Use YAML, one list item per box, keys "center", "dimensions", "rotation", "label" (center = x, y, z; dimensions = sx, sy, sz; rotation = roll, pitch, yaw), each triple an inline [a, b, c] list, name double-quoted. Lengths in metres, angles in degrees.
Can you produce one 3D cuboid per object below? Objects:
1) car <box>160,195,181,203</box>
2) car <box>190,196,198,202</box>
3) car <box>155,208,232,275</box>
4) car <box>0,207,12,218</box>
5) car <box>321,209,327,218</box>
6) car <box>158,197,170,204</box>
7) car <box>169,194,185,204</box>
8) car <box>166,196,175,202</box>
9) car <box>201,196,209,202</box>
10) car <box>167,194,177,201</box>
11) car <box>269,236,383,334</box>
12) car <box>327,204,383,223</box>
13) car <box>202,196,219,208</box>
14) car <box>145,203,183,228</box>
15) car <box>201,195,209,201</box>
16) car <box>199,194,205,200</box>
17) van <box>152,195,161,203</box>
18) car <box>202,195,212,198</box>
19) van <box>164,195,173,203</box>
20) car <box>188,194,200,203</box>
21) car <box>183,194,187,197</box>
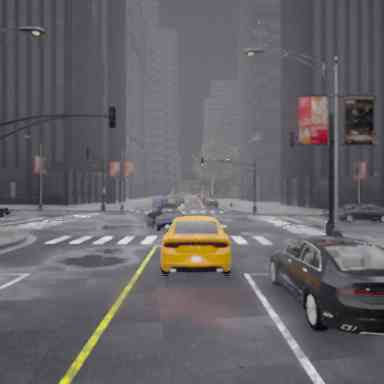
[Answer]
- center: [-2.909, 1.568, 46.546]
  dimensions: [1.882, 1.535, 5.008]
  rotation: [0, 0, 1]
  label: "car"
- center: [0.518, 1.718, 86.826]
  dimensions: [2.033, 1.411, 5.357]
  rotation: [0, 0, 1]
  label: "car"
- center: [0.128, 1.497, 10.594]
  dimensions: [1.882, 1.535, 5.008]
  rotation: [0, 0, 0]
  label: "car"
- center: [-16.547, 1.377, 25.481]
  dimensions: [4.718, 1.301, 1.895]
  rotation: [1, 0, 0]
  label: "car"
- center: [14.902, 1.894, 32.082]
  dimensions: [4.674, 1.442, 1.812]
  rotation: [1, 0, 2]
  label: "car"
- center: [-5.434, 1.697, 65.495]
  dimensions: [1.947, 1.339, 4.313]
  rotation: [0, 0, 1]
  label: "car"
- center: [-2.798, 1.602, 56.121]
  dimensions: [2.128, 1.511, 4.902]
  rotation: [0, 0, 1]
  label: "car"
- center: [-5.287, 1.712, 82.032]
  dimensions: [1.887, 1.381, 4.507]
  rotation: [0, 0, 1]
  label: "car"
- center: [3.240, 1.693, 82.132]
  dimensions: [1.752, 1.417, 4.829]
  rotation: [0, 0, 1]
  label: "car"
- center: [-5.237, 1.494, 87.545]
  dimensions: [2.192, 1.841, 5.009]
  rotation: [0, 0, 1]
  label: "car"
- center: [2.762, 1.563, 6.701]
  dimensions: [2.008, 1.369, 4.403]
  rotation: [0, 0, 0]
  label: "car"
- center: [14.751, 1.858, 28.822]
  dimensions: [4.892, 1.490, 1.837]
  rotation: [1, 0, 1]
  label: "car"
- center: [2.944, 1.646, 48.884]
  dimensions: [2.008, 1.369, 4.403]
  rotation: [0, 0, 1]
  label: "car"
- center: [-1.689, 1.602, 20.970]
  dimensions: [1.994, 1.385, 4.181]
  rotation: [0, 0, -18]
  label: "car"
- center: [3.287, 1.619, 87.475]
  dimensions: [1.967, 1.590, 4.097]
  rotation: [0, 0, 1]
  label: "car"
- center: [3.092, 1.445, 65.423]
  dimensions: [2.192, 1.841, 5.009]
  rotation: [0, 0, 1]
  label: "car"
- center: [-5.531, 1.448, 54.471]
  dimensions: [1.690, 1.788, 3.998]
  rotation: [0, 0, 1]
  label: "van"
- center: [2.995, 1.632, 54.567]
  dimensions: [1.752, 1.417, 4.829]
  rotation: [0, 0, 1]
  label: "car"
- center: [-5.335, 1.496, 76.521]
  dimensions: [1.690, 1.788, 3.998]
  rotation: [0, 0, 1]
  label: "van"
- center: [0.426, 1.633, 76.485]
  dimensions: [1.882, 1.535, 5.008]
  rotation: [0, 0, 1]
  label: "car"
- center: [-2.661, 1.355, 66.718]
  dimensions: [2.150, 2.045, 5.566]
  rotation: [0, 0, 1]
  label: "car"
